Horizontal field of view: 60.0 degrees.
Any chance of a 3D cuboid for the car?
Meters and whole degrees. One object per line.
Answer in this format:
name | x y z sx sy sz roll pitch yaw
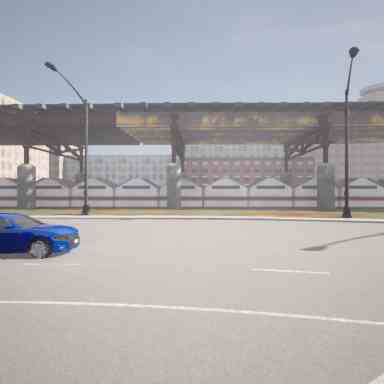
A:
car | -6.639 1.477 11.985 5.008 1.535 1.882 0 0 2
